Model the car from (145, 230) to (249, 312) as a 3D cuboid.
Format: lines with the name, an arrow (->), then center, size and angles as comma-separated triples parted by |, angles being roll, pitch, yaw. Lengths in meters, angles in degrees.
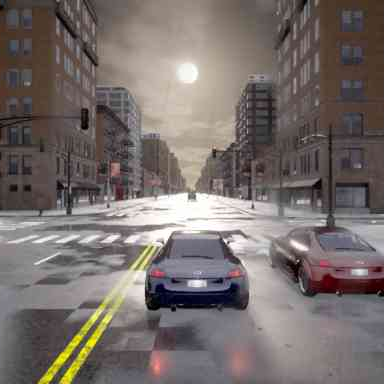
car -> 0.089, 1.564, 7.798 | 1.994, 1.385, 4.181 | 0, 0, 0

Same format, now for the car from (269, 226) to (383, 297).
car -> 3.339, 1.564, 8.616 | 1.994, 1.385, 4.181 | 0, 0, 0

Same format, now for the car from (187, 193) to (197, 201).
car -> 0.010, 1.212, 80.314 | 2.150, 2.045, 5.566 | 0, 0, 0

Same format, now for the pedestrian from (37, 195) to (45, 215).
pedestrian -> -14.138, 1.170, 31.123 | 0.375, 1.860, 0.375 | 0, 0, 0
